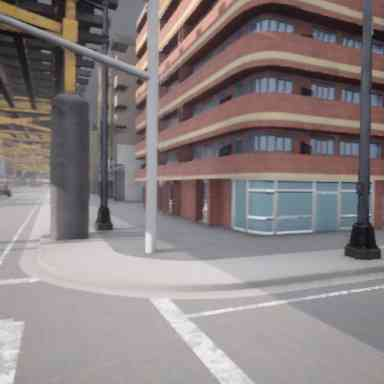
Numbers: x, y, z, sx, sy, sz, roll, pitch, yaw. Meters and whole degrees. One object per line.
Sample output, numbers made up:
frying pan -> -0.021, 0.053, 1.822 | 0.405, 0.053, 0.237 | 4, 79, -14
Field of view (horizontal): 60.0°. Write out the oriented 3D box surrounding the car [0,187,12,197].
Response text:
car -> -28.104, -0.037, 49.741 | 1.812, 1.442, 4.674 | 0, 2, -23
